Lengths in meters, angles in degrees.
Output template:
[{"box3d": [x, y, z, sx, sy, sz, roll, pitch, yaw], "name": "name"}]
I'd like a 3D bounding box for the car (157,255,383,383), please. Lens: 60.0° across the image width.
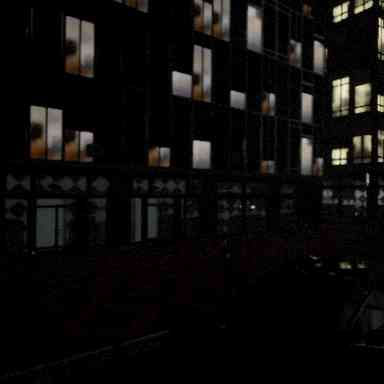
[{"box3d": [1.670, 1.556, 4.052, 4.313, 1.339, 1.947, 0, 1, -35], "name": "car"}]
